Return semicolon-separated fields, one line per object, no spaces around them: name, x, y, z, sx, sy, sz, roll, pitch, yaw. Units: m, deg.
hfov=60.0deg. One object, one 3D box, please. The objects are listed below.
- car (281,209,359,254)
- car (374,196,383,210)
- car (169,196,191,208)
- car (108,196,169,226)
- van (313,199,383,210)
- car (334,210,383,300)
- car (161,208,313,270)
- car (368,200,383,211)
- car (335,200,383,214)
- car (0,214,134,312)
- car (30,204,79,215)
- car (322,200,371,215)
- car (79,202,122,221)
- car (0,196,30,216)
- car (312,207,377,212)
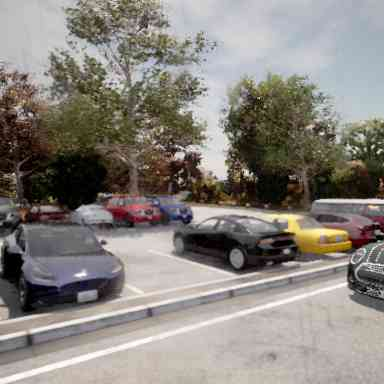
car;3.395;1.539;13.145;1.946;1.575;5.366;1;0;-36
car;29.609;1.655;47.866;2.435;2.045;5.566;1;0;-36
car;-2.125;1.313;25.020;2.435;2.045;5.566;1;0;-36
car;-4.287;1.289;23.467;2.435;2.045;5.566;1;0;-36
van;8.127;1.365;16.170;1.878;1.987;4.442;1;0;-36
car;5.608;1.414;7.701;4.553;1.767;2.097;1;0;-36
car;1.231;1.518;11.357;2.097;1.535;5.008;1;0;-36
car;27.385;1.912;46.199;2.163;1.488;4.792;1;0;-36
car;20.712;1.806;41.217;1.946;1.575;5.366;1;0;-36
car;-3.311;1.508;8.068;2.163;1.488;4.792;0;0;-36
car;-8.826;1.498;20.239;2.097;1.535;5.008;0;0;-36
car;18.345;1.786;39.753;2.231;1.521;4.892;1;0;-36
car;-6.666;1.557;21.792;2.002;1.452;4.674;1;0;-36
car;-11.075;1.227;18.596;2.435;2.045;5.566;0;0;-36
car;5.763;1.596;14.652;2.163;1.488;4.792;1;0;-36
